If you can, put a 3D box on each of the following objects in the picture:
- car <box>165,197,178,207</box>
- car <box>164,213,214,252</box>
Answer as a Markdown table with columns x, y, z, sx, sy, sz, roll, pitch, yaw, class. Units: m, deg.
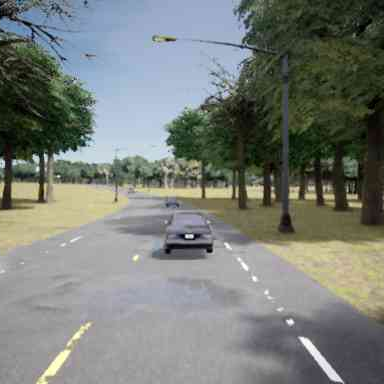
| x | y | z | sx | sy | sz | roll | pitch | yaw | class |
| --- | --- | --- | --- | --- | --- | --- | --- | --- | --- |
| -3.112 | 1.439 | 50.607 | 2.033 | 1.411 | 5.357 | 0 | 0 | -7 | car |
| -0.177 | 1.561 | 13.864 | 2.033 | 1.411 | 5.357 | 0 | 0 | -2 | car |
